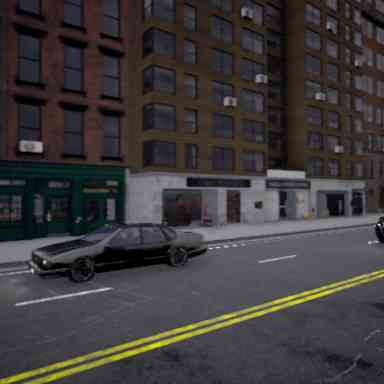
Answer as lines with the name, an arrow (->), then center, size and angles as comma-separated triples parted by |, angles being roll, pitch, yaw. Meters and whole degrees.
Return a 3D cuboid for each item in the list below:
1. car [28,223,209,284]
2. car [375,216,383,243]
car -> -2.006, 1.680, 10.270 | 5.357, 1.411, 2.033 | 0, -1, -36
car -> 10.898, 1.361, 15.683 | 5.566, 2.045, 2.150 | 1, -1, -36
